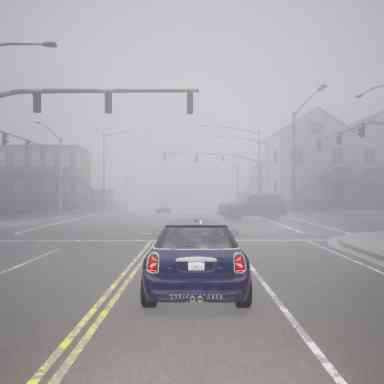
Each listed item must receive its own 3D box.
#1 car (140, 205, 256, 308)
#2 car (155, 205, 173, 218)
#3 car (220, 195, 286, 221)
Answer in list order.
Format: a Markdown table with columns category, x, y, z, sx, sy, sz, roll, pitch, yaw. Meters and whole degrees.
| category | x | y | z | sx | sy | sz | roll | pitch | yaw |
| --- | --- | --- | --- | --- | --- | --- | --- | --- | --- |
| car | 0.091 | 1.352 | 8.092 | 2.097 | 1.767 | 4.553 | 0 | 0 | 0 |
| car | -3.564 | 2.570 | 42.575 | 1.895 | 1.301 | 4.718 | 0 | -8 | 0 |
| car | 4.793 | 1.222 | 26.630 | 5.566 | 2.045 | 2.150 | 1 | 0 | -15 |
